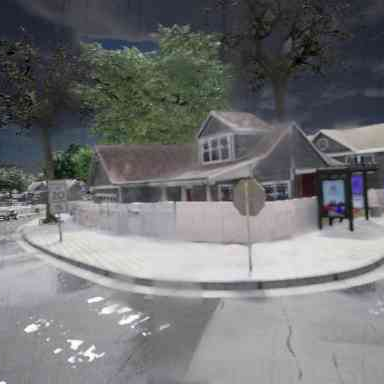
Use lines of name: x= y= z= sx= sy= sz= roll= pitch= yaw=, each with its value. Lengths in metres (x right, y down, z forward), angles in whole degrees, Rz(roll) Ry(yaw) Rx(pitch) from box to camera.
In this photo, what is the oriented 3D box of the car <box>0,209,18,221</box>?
car: x=-23.423 y=2.906 z=41.861 sx=1.837 sy=1.490 sz=4.892 roll=-4 pitch=0 yaw=-12
